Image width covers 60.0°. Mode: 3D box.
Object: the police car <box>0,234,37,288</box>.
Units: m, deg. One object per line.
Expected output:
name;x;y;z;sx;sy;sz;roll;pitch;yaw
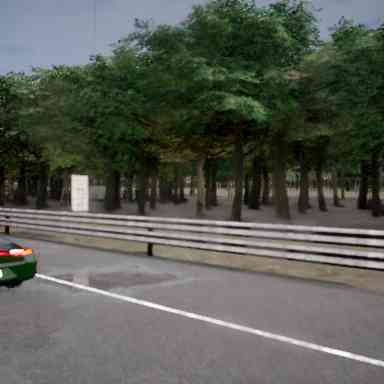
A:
police car;-5.986;1.496;8.140;4.974;1.542;2.038;0;0;35
